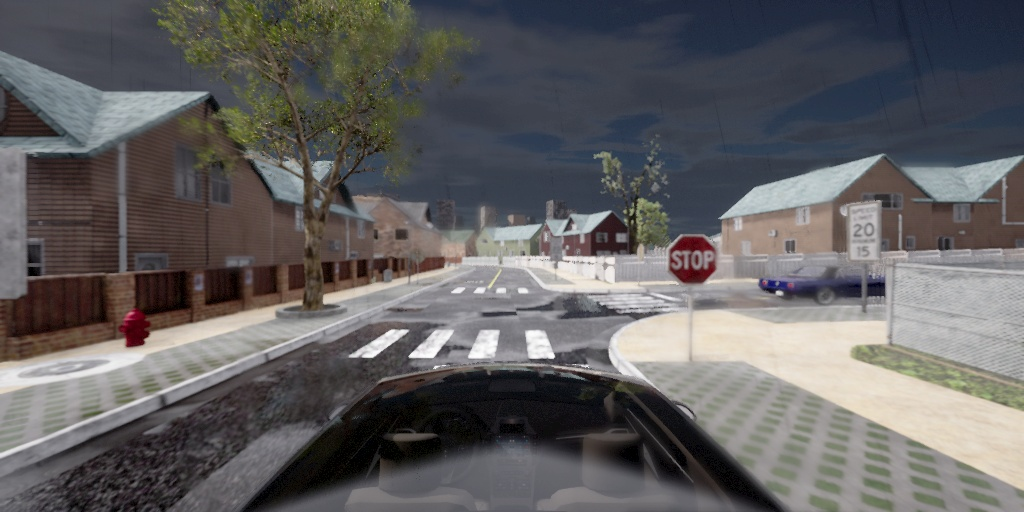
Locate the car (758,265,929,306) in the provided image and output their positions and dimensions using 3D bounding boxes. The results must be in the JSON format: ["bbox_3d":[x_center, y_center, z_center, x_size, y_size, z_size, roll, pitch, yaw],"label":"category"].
[{"bbox_3d":[11.699,0.982,12.792,4.718,1.301,1.895,-1,0,-2],"label":"car"}]
